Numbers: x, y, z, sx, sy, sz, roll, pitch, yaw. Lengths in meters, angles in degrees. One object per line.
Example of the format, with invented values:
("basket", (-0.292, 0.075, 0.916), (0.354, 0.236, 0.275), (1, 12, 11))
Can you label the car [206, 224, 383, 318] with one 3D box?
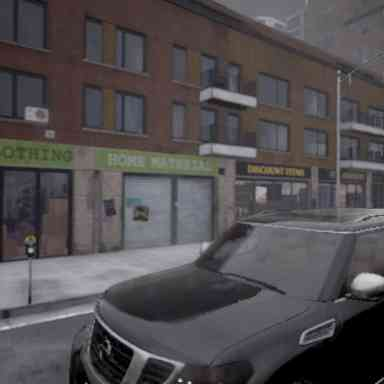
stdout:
("car", (2.639, 1.629, 8.072), (4.313, 1.339, 1.947), (1, 0, -36))

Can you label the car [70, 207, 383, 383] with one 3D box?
("car", (1.491, 1.254, 4.135), (5.566, 2.045, 2.150), (1, 0, -36))
